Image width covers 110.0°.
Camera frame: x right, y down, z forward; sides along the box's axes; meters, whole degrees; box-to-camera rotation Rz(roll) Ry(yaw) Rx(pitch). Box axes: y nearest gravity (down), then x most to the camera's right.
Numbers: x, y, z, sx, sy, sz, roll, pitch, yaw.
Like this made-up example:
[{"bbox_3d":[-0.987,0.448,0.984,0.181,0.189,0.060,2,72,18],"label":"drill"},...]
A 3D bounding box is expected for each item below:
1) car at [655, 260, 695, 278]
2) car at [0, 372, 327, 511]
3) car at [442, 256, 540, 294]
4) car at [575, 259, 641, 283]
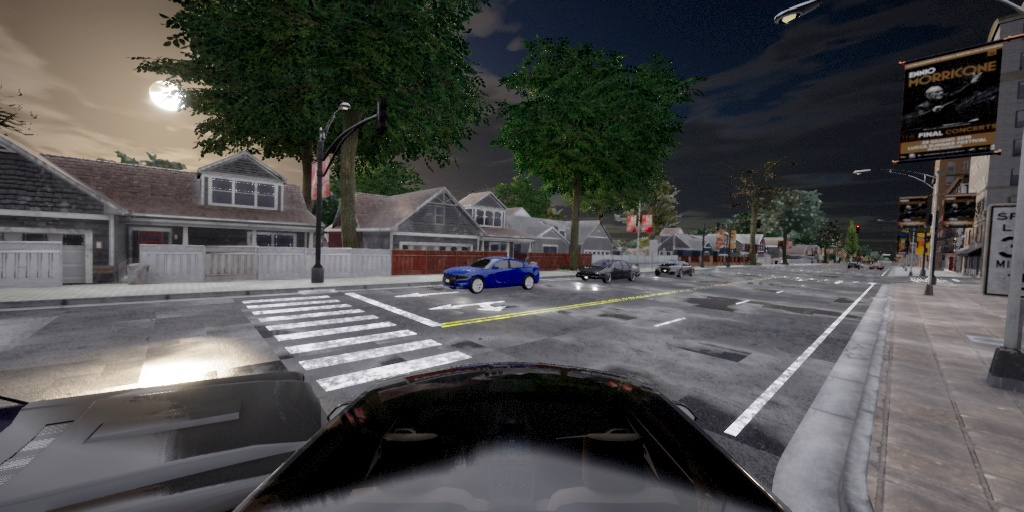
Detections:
[{"bbox_3d":[13.751,1.014,30.214,4.181,1.385,1.994,1,2,-43],"label":"car"},{"bbox_3d":[-3.319,1.275,1.484,4.718,1.301,1.895,1,2,-33],"label":"car"},{"bbox_3d":[-0.854,0.778,16.628,5.008,1.535,1.882,1,3,-43],"label":"car"},{"bbox_3d":[6.433,0.921,23.420,5.357,1.411,2.033,1,2,-43],"label":"car"}]
